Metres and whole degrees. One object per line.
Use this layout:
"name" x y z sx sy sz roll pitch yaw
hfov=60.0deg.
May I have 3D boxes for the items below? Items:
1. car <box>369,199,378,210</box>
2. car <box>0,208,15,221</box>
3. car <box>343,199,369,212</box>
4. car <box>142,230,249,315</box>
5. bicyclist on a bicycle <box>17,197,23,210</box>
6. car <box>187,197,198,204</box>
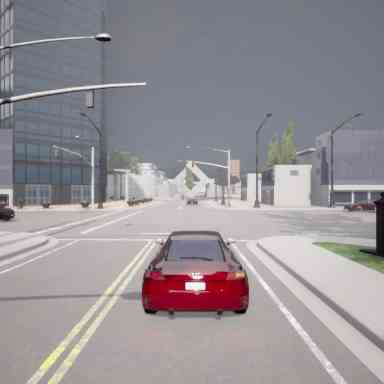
"car" 21.524 1.167 33.585 5.566 2.045 2.150 0 0 0
"car" -16.611 1.588 26.091 5.008 1.535 1.882 -1 0 0
"car" 19.849 1.502 37.088 5.357 1.411 2.033 0 0 -1
"car" 0.071 1.564 7.642 1.994 1.385 4.181 0 0 0
"bicyclist on a bicycle" -21.999 1.466 42.523 0.582 1.620 1.656 -1 0 0
"car" 0.074 1.601 62.694 1.895 1.301 4.718 0 0 0
